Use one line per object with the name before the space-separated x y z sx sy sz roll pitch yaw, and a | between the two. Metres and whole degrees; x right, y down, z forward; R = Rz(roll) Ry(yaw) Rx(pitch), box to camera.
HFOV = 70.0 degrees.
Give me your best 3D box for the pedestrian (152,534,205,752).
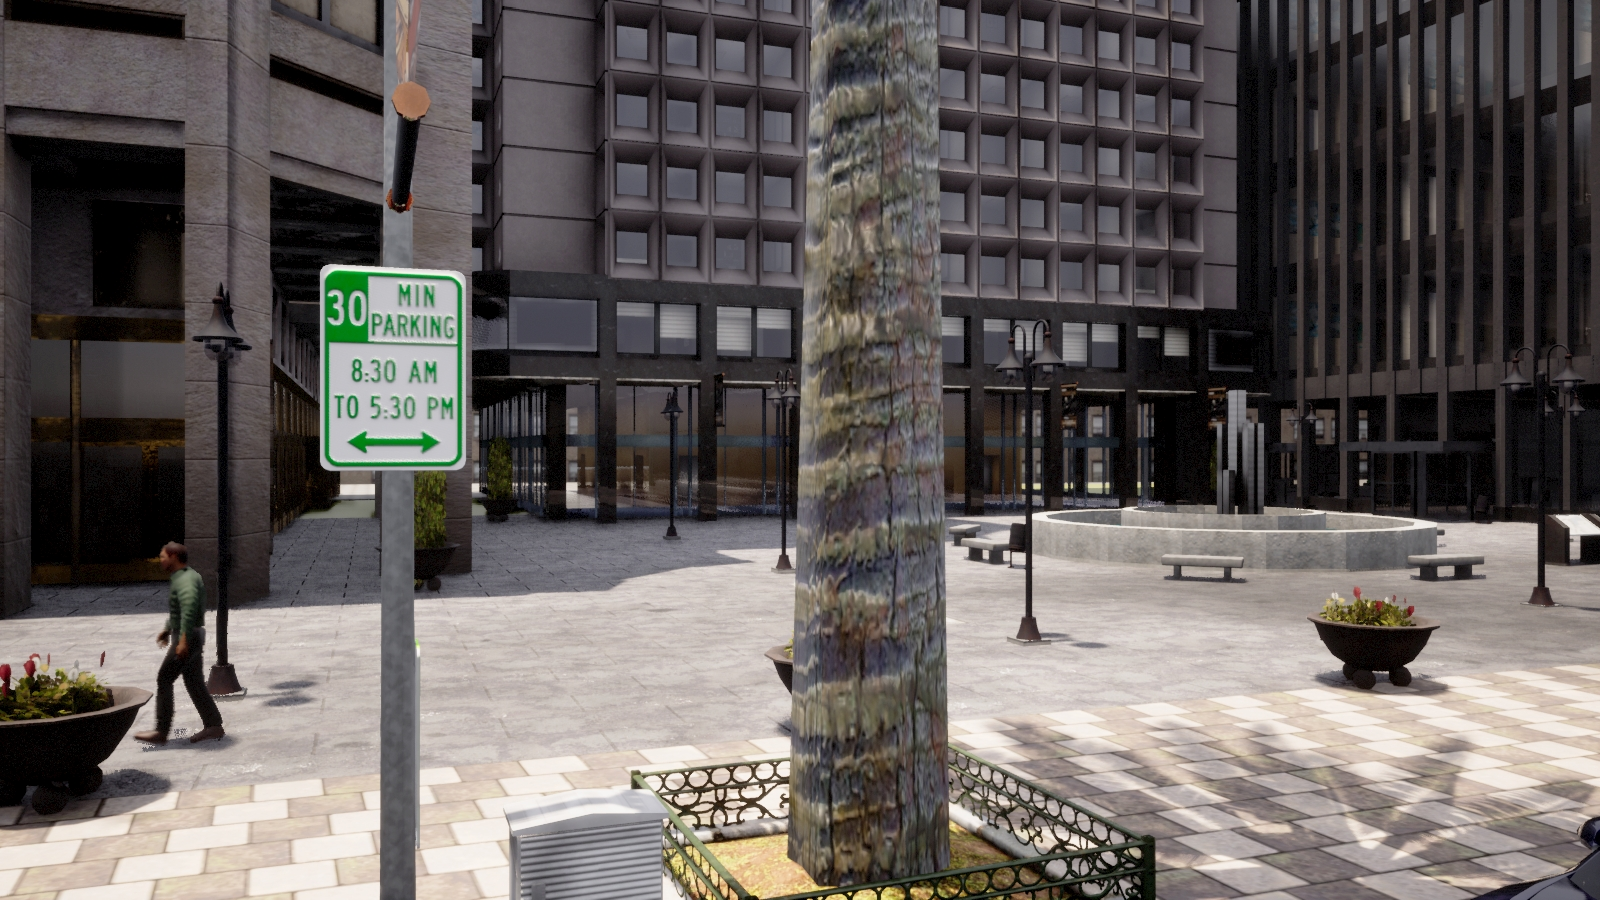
pedestrian | -5.556 1.703 10.224 0.375 1.860 0.375 0 0 -22
